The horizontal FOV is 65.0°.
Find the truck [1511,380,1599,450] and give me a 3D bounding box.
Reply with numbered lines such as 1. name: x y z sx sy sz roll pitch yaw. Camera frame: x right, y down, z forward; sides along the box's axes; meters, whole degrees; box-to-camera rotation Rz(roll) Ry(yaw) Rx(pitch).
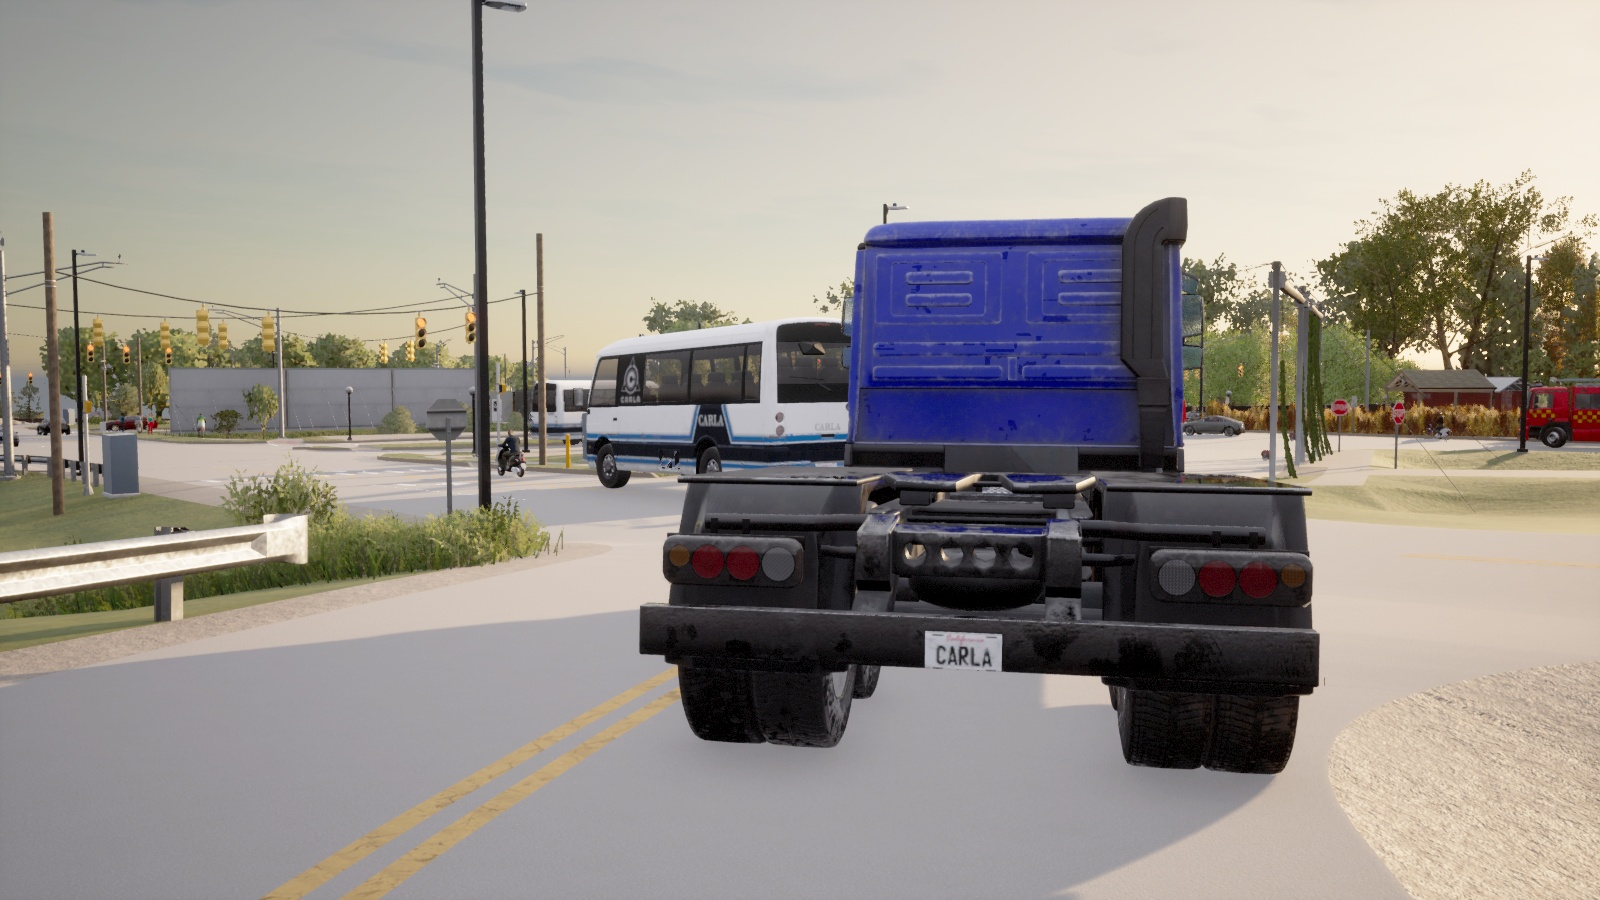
1. truck: 44.258 -1.949 69.243 8.468 3.827 2.891 2 3 26

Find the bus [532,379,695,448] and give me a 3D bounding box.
1. bus: -12.227 -2.521 83.304 10.273 4.253 3.944 -4 4 -44

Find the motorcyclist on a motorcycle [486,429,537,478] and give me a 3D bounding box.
1. motorcyclist on a motorcycle: -9.694 0.094 42.164 0.866 1.590 1.817 -3 3 -41

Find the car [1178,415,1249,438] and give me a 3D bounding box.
1. car: 28.313 -1.622 86.093 4.181 1.385 1.994 2 4 37

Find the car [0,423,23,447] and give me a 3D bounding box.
1. car: -52.965 -1.007 82.950 2.033 1.411 5.357 -3 3 -39

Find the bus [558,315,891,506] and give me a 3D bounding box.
1. bus: -2.402 -1.042 33.243 3.944 4.253 10.273 -2 2 -35

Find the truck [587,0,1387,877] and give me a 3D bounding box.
1. truck: 1.377 -0.288 8.546 2.891 3.462 7.936 1 1 11
